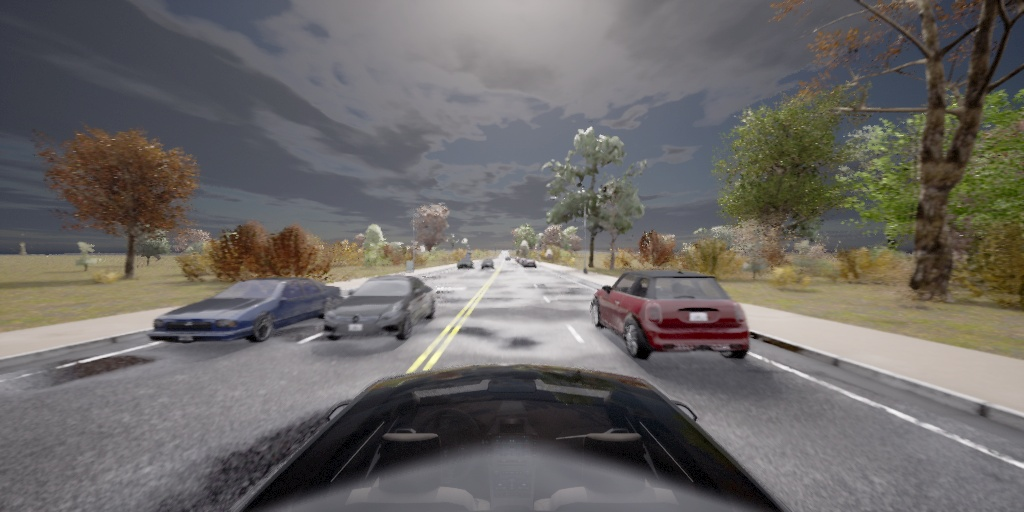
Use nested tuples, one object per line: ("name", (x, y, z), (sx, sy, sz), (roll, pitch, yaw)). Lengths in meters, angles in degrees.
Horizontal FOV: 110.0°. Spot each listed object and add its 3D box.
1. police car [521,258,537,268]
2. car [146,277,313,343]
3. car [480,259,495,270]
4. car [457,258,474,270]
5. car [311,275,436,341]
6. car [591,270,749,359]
("police car", (2.913, 1.209, 58.260), (2.038, 1.542, 4.974), (0, 0, -1))
("car", (-6.610, 1.298, 9.922), (2.033, 1.411, 5.357), (0, 0, 0))
("car", (-3.570, 1.218, 53.098), (1.837, 1.490, 4.892), (0, 0, 0))
("car", (-6.819, 1.067, 52.923), (2.097, 1.767, 4.553), (0, 0, 0))
("car", (-3.359, 1.275, 10.019), (1.812, 1.442, 4.674), (0, 0, 0))
("car", (3.341, 1.100, 8.553), (2.097, 1.767, 4.553), (0, 0, 0))
